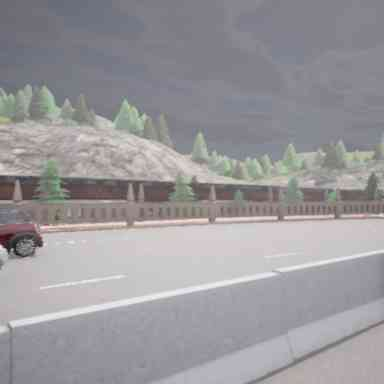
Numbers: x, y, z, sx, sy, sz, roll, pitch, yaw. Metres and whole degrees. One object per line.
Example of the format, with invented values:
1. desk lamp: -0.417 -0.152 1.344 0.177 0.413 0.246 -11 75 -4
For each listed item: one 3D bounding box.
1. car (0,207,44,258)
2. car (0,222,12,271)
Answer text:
1. car: -7.592 1.346 11.294 4.553 1.767 2.097 0 0 -34
2. car: -6.935 1.588 7.553 4.718 1.301 1.895 0 0 -35
